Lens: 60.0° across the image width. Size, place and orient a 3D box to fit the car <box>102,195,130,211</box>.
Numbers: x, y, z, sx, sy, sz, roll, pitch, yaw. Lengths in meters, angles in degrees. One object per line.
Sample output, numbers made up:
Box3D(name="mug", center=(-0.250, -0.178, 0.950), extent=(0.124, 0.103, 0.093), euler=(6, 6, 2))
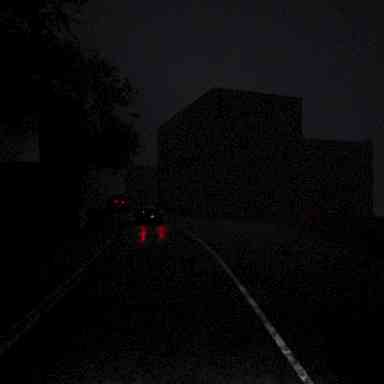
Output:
Box3D(name="car", center=(-9.414, 1.333, 42.070), extent=(2.150, 2.045, 5.566), euler=(0, 0, -26))

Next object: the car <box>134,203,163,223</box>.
Box3D(name="car", center=(-3.393, 1.562, 25.866), extent=(1.812, 1.442, 4.674), euler=(0, 0, -14))
